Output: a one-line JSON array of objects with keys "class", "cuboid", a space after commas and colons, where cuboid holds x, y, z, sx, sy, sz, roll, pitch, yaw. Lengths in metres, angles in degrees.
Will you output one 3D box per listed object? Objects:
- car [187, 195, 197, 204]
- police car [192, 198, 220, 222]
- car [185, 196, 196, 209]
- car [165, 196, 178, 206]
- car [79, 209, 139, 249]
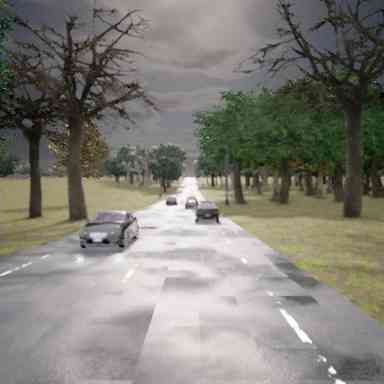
[{"class": "car", "cuboid": [0.009, 1.444, 63.099, 1.882, 1.535, 5.008, 0, 1, 0]}, {"class": "police car", "cuboid": [1.229, 1.573, 27.993, 1.930, 1.638, 5.238, 0, 0, 0]}, {"class": "car", "cuboid": [0.018, 1.679, 48.633, 1.994, 1.385, 4.181, 0, 0, 1]}, {"class": "car", "cuboid": [-3.531, 1.508, 57.987, 1.882, 1.535, 5.008, 0, 1, 1]}, {"class": "car", "cuboid": [-3.596, 1.571, 15.124, 2.128, 1.511, 4.902, 0, 0, 0]}]
